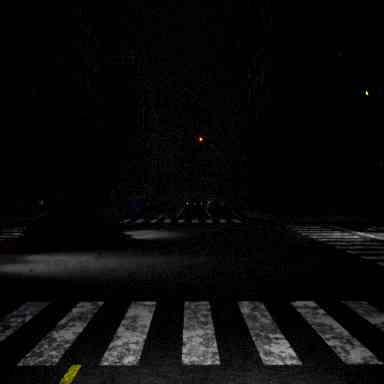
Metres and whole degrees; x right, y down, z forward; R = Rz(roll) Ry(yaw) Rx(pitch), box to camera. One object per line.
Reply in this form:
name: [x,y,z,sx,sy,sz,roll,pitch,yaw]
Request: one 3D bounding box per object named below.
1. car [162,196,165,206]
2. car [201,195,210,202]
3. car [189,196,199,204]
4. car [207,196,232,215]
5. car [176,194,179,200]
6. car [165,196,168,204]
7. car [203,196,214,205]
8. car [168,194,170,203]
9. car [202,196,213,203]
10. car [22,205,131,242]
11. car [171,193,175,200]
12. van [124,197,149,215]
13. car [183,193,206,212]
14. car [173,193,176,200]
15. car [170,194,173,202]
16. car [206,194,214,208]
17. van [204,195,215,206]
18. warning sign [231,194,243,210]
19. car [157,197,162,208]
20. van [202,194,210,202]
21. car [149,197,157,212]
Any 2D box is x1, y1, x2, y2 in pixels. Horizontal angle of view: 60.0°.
car: [-5.586,1.585,50.388,1.802,1.307,4.206,0,0,0]
car: [3.095,1.437,78.692,1.967,1.590,4.097,0,0,0]
car: [0.370,1.566,65.510,1.994,1.385,4.181,0,0,1]
car: [2.846,1.442,33.339,1.967,1.590,4.097,0,0,0]
car: [-5.369,1.307,90.065,2.192,1.841,5.009,0,0,0]
car: [-5.555,1.569,56.056,1.947,1.339,4.313,0,0,0]
car: [3.002,1.527,61.854,1.752,1.417,4.829,0,0,0]
car: [-5.525,1.527,61.554,1.752,1.417,4.829,0,0,0]
car: [3.033,1.552,67.354,2.008,1.369,4.403,0,0,0]
car: [-5.665,1.522,16.234,4.674,1.442,1.812,0,1,-28]
car: [-5.462,1.544,73.060,1.887,1.381,4.507,0,0,0]
van: [-5.680,1.343,33.383,1.690,1.788,3.998,0,0,0]
car: [0.305,1.354,39.587,2.097,1.767,4.553,0,0,0]
car: [-5.432,1.522,78.559,1.752,1.417,4.829,0,0,0]
car: [-5.493,1.567,67.392,1.947,1.339,4.313,0,0,0]
car: [2.908,1.443,44.677,1.967,1.590,4.097,0,0,0]
van: [2.970,1.344,56.015,1.690,1.788,3.998,0,0,0]
warning sign: [5.280,1.118,39.319,1.300,1.860,1.060,0,0,0]
car: [-5.617,1.569,44.720,1.947,1.339,4.313,0,0,0]
van: [3.064,1.340,73.023,1.690,1.788,3.998,0,0,0]
car: [-5.648,1.443,39.051,1.967,1.590,4.097,0,0,0]
